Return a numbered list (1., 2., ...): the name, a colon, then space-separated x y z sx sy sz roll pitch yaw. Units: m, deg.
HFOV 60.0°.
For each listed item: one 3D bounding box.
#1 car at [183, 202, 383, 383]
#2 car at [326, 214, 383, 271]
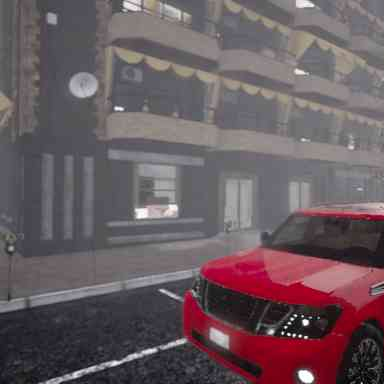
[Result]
1. car: 2.539 1.215 5.185 5.566 2.045 2.150 0 0 -36
2. car: 6.694 1.548 11.315 4.313 1.339 1.947 0 1 -35
